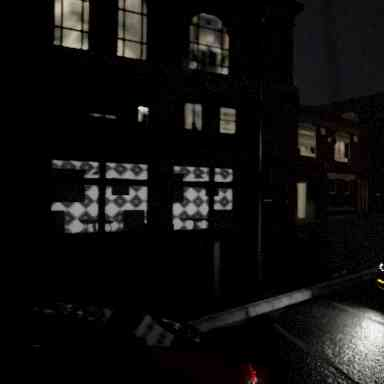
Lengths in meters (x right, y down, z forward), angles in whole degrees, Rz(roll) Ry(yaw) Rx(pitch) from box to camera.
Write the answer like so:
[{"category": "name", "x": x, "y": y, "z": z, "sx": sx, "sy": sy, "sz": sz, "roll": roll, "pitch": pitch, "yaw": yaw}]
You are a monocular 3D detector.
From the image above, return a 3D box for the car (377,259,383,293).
[{"category": "car", "x": 6.052, "y": 1.507, "z": 7.552, "sx": 4.892, "sy": 1.490, "sz": 1.837, "roll": 0, "pitch": 0, "yaw": -37}]

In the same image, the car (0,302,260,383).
[{"category": "car", "x": -1.460, "y": 1.566, "z": 2.063, "sx": 4.181, "sy": 1.385, "sz": 1.994, "roll": 0, "pitch": 0, "yaw": -35}]
